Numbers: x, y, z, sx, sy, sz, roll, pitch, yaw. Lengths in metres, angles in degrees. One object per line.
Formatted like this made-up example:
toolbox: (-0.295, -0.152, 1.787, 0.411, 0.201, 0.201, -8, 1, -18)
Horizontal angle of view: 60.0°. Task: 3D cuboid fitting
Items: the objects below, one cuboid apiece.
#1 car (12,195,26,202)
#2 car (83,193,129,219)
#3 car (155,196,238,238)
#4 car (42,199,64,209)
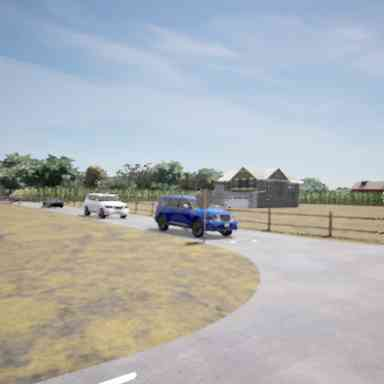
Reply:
car: (-42.544, 1.771, 82.565, 2.128, 1.511, 4.902, 3, -2, -36)
car: (-7.556, 1.181, 28.864, 2.150, 2.045, 5.566, 3, -1, -39)
car: (0.049, 1.255, 18.421, 2.150, 2.045, 5.566, 3, -1, -37)
car: (-18.452, 1.551, 44.201, 1.895, 1.301, 4.718, 3, -2, -35)
